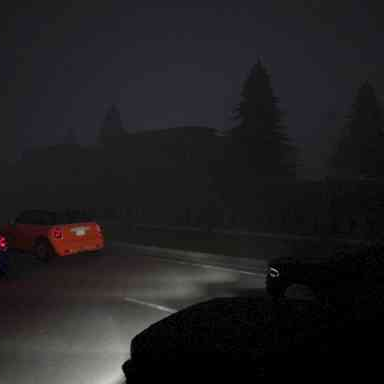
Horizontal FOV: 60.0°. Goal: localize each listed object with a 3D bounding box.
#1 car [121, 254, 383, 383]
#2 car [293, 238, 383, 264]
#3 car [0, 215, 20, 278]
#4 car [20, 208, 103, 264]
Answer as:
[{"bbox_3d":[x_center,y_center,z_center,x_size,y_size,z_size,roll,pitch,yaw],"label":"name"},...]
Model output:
[{"bbox_3d":[1.880,1.547,2.654,5.357,1.411,2.033,0,0,35],"label":"car"},{"bbox_3d":[3.739,1.478,5.629,5.008,1.535,1.882,0,0,36],"label":"car"},{"bbox_3d":[-6.861,1.351,8.884,4.553,1.767,2.097,0,0,36],"label":"car"},{"bbox_3d":[-5.373,1.351,12.123,4.553,1.767,2.097,0,0,36],"label":"car"}]
